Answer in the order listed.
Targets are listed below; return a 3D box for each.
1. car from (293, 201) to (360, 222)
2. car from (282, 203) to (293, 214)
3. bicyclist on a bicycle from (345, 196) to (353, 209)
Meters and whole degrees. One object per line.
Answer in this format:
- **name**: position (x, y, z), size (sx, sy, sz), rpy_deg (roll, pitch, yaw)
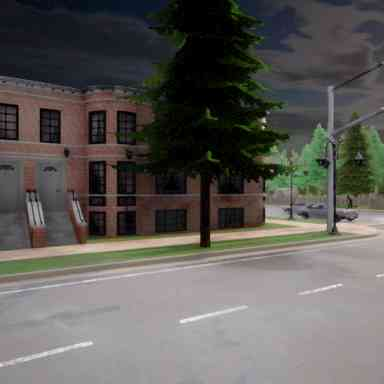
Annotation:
- **car**: position (10.759, 1.600, 26.583), size (1.895, 1.301, 4.718), rpy_deg (0, 0, -31)
- **car**: position (11.192, 1.599, 32.718), size (1.895, 1.301, 4.718), rpy_deg (0, 0, -31)
- **bicyclist on a bicycle**: position (19.240, 1.299, 40.664), size (1.656, 1.620, 0.582), rpy_deg (0, 0, -31)
